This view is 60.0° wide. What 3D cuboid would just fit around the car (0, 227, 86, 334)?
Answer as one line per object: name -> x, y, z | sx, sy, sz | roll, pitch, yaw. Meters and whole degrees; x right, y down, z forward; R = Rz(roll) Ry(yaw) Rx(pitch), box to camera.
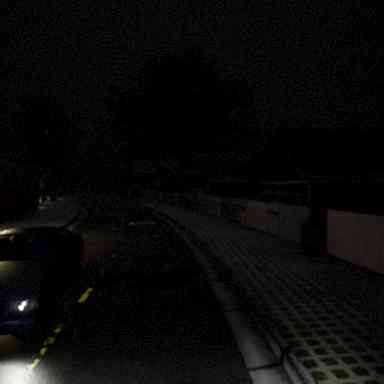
car -> -3.493, 1.497, 7.092 | 2.033, 1.411, 5.357 | 0, 0, -10
